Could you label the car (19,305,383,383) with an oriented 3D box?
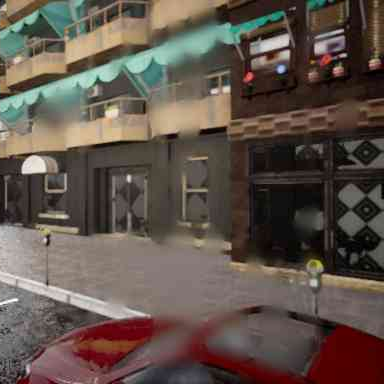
[{"bbox_3d":[0.382,1.578,2.455,4.206,1.307,1.802,0,0,35],"label":"car"}]
